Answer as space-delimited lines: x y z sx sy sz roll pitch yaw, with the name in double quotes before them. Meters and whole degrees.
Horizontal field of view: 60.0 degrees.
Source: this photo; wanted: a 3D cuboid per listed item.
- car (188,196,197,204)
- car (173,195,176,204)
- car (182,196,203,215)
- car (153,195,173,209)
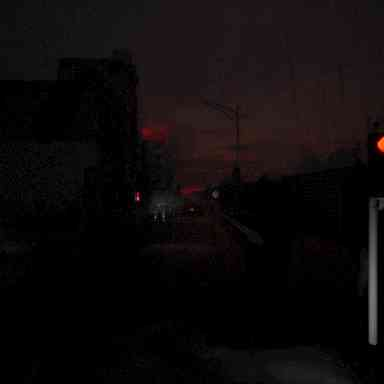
"car" 0.064 1.525 66.508 1.812 1.442 4.674 0 0 0
"car" -4.117 1.600 53.600 1.895 1.301 4.718 0 0 0
"car" 0.067 1.477 33.776 1.882 1.535 5.008 0 0 1
"car" -4.118 1.491 44.316 2.128 1.511 4.902 0 0 0
